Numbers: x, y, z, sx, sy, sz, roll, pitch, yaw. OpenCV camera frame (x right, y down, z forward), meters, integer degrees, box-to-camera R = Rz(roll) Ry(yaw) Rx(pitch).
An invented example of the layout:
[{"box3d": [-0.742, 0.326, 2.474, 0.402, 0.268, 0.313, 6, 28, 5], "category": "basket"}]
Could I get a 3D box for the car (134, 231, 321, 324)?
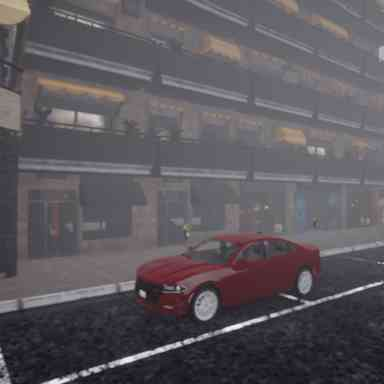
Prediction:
[{"box3d": [0.954, 1.591, 7.238, 4.507, 1.381, 1.887, 1, 0, -35], "category": "car"}]
